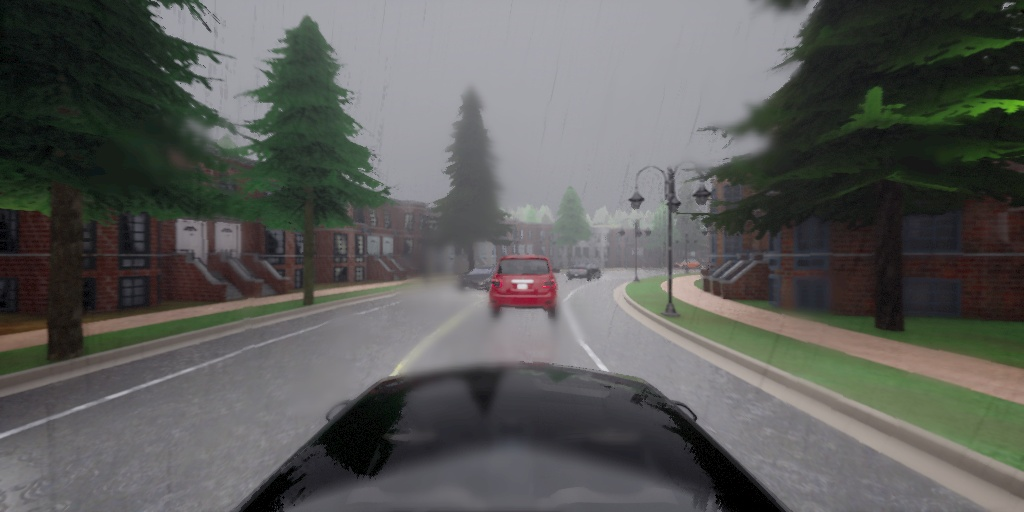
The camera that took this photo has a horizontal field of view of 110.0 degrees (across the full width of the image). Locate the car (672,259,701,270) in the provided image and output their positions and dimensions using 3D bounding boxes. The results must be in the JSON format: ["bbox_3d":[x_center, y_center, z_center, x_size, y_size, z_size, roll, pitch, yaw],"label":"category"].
[{"bbox_3d":[25.848,1.216,53.425,4.553,1.767,2.097,0,0,-26],"label":"car"}]

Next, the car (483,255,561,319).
[{"bbox_3d":[0.597,0.995,13.122,2.150,2.045,5.566,0,0,6],"label":"car"}]

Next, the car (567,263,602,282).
[{"bbox_3d":[6.177,1.304,30.154,2.128,1.511,4.902,0,0,28],"label":"car"}]

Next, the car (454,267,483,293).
[{"bbox_3d":[-1.521,1.339,21.302,2.033,1.411,5.357,0,0,16],"label":"car"}]
